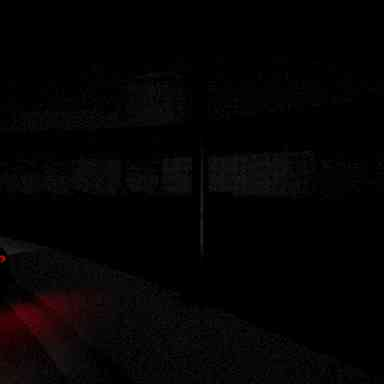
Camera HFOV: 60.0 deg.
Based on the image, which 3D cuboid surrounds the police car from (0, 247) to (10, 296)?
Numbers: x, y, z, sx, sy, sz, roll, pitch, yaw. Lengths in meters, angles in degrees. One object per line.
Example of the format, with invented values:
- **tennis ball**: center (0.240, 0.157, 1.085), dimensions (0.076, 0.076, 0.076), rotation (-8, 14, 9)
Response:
- **police car**: center (-5.803, 1.421, 7.693), dimensions (1.930, 1.638, 5.238), rotation (-1, 1, -43)
